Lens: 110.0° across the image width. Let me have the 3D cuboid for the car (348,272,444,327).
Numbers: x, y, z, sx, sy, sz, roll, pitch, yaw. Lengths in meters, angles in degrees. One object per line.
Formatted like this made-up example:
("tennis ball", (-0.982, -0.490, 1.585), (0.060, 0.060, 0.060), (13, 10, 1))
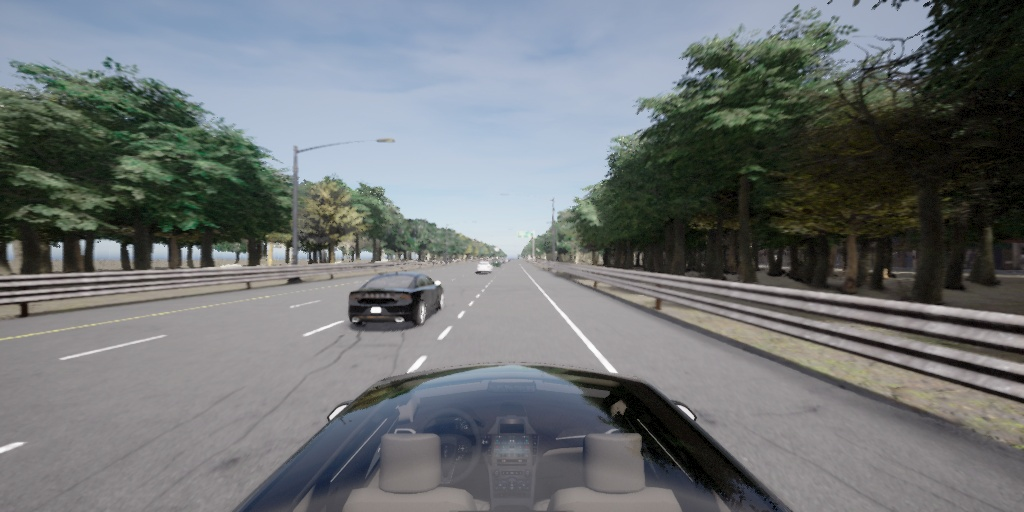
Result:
("car", (-3.492, 1.247, 11.697), (1.882, 1.535, 5.008), (0, 0, 0))

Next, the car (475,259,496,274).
("car", (-3.392, 1.431, 44.850), (1.812, 1.442, 4.674), (0, 0, 0))
